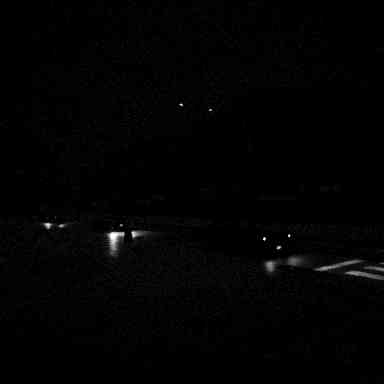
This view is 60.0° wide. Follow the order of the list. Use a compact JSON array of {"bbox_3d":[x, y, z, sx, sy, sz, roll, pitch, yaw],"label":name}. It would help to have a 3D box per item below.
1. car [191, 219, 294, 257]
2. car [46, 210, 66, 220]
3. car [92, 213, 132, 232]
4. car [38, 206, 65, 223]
[{"bbox_3d":[2.042,1.894,14.568,1.895,1.301,4.718,0,-2,-36],"label":"car"},{"bbox_3d":[-21.534,3.597,52.478,1.994,1.385,4.181,0,-2,-36],"label":"car"},{"bbox_3d":[-6.421,2.371,26.362,1.994,1.385,4.181,0,-2,-36],"label":"car"},{"bbox_3d":[-18.411,2.871,43.228,2.150,2.045,5.566,0,-2,-36],"label":"car"}]
